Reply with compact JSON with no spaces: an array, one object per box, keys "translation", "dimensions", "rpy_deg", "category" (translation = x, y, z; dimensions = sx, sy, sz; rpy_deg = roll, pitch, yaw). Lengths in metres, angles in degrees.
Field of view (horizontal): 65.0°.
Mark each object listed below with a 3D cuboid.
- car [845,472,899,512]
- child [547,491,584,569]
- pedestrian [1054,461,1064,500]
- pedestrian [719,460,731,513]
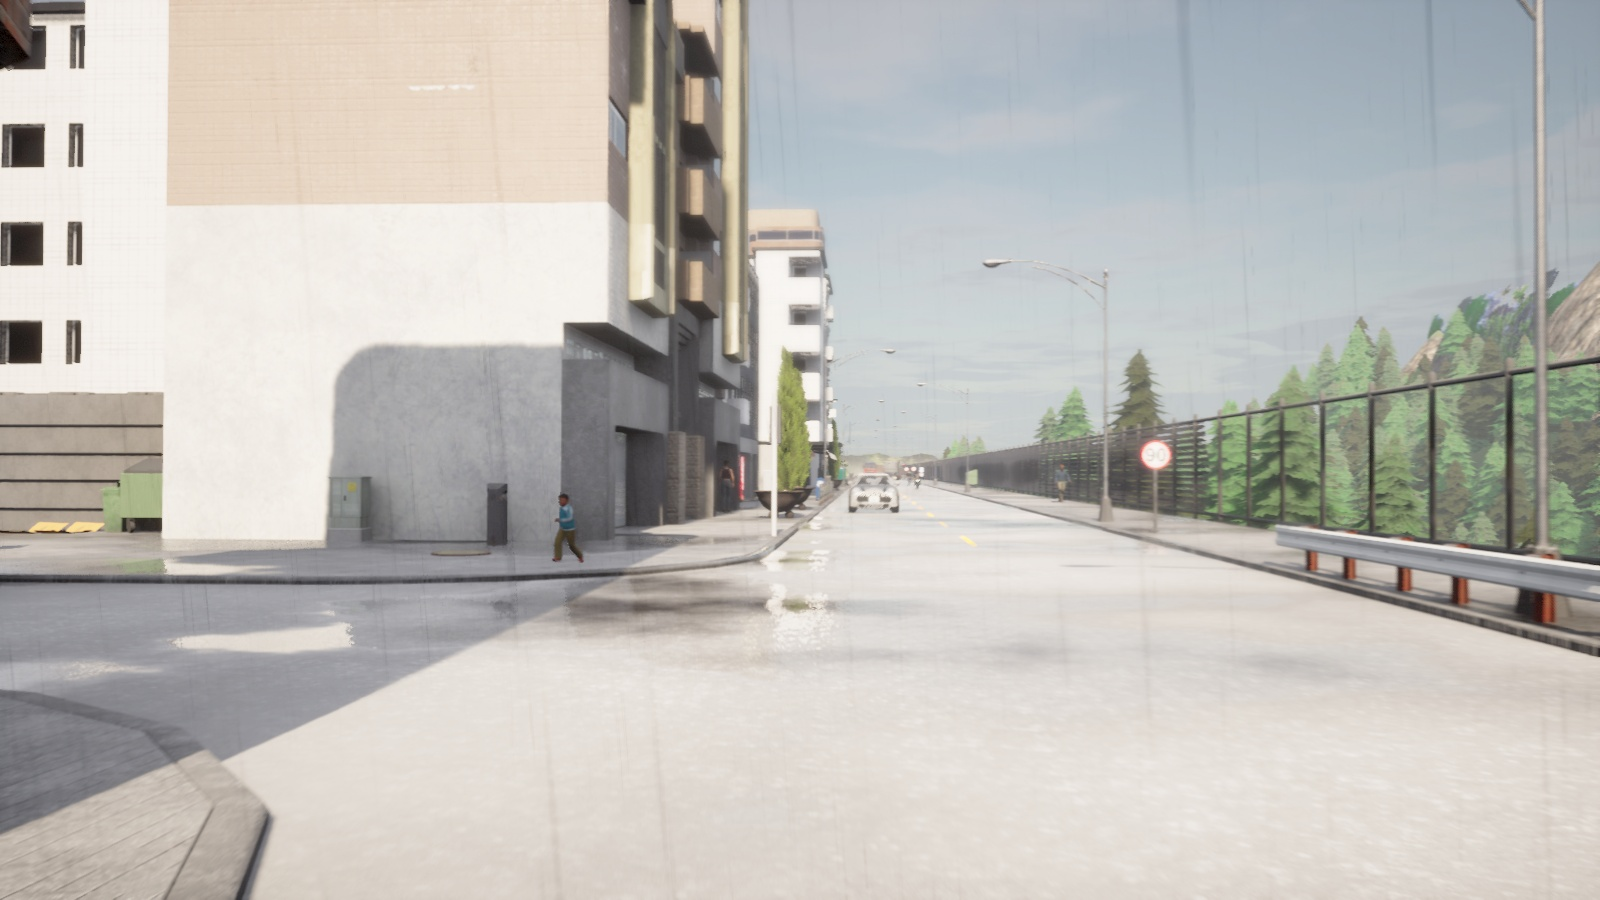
[{"translation":[2.740,1.569,47.799],"dimensions":[1.970,1.475,3.806],"rpy_deg":[0,-1,3],"category":"car"},{"translation":[-3.670,1.245,19.641],"dimensions":[0.343,1.192,0.448],"rpy_deg":[-1,-1,36],"category":"child"},{"translation":[12.301,1.467,59.590],"dimensions":[0.370,1.835,0.726],"rpy_deg":[0,-1,5],"category":"pedestrian"},{"translation":[-2.634,1.277,44.166],"dimensions":[0.345,1.836,0.594],"rpy_deg":[0,-1,2],"category":"pedestrian"}]
